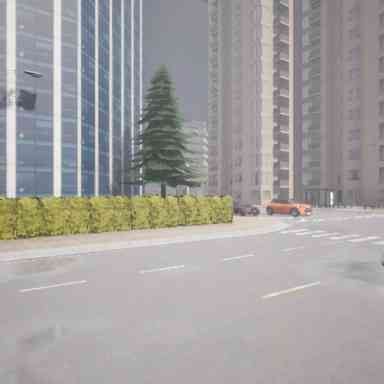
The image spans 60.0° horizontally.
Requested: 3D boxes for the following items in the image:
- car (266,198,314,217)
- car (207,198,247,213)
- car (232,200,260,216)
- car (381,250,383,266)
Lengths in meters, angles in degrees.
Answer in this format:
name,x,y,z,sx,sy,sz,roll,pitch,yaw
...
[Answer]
name,x,y,z,sx,sy,sz,roll,pitch,yaw
car,9.436,1.407,32.246,2.097,1.767,4.553,0,0,-35
car,4.113,1.533,39.767,1.882,1.535,5.008,0,0,-35
car,4.716,1.619,32.855,1.994,1.385,4.181,0,0,-35
car,7.023,1.600,8.728,4.718,1.301,1.895,0,0,-35
